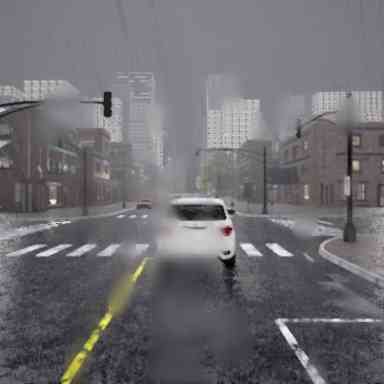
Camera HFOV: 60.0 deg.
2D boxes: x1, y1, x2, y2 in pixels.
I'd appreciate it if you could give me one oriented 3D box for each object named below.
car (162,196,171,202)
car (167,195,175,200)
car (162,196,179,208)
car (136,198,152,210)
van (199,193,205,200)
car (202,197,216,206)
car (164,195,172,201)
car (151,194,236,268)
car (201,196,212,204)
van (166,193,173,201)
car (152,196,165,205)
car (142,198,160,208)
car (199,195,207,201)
[{"bbox_3d":[-5.710,1.485,74.425,1.802,1.307,4.206,0,0,0],"label":"car"},{"bbox_3d":[-5.715,1.453,91.001,2.008,1.369,4.403,0,0,0],"label":"car"},{"bbox_3d":[-3.098,1.413,49.003,2.128,1.511,4.902,0,0,0],"label":"car"},{"bbox_3d":[-5.788,1.474,41.277,1.887,1.381,4.507,0,0,0],"label":"car"},{"bbox_3d":[2.666,1.243,91.004,1.690,1.788,3.998,0,0,0],"label":"van"},{"bbox_3d":[2.676,1.484,52.327,1.947,1.339,4.313,0,0,0],"label":"car"},{"bbox_3d":[-5.712,1.427,79.780,1.752,1.417,4.829,0,0,0],"label":"car"},{"bbox_3d":[0.301,1.197,11.334,2.150,2.045,5.566,0,0,4],"label":"car"},{"bbox_3d":[2.674,1.475,63.378,1.947,1.339,4.313,0,0,0],"label":"car"},{"bbox_3d":[-5.713,1.242,85.475,1.690,1.788,3.998,0,0,0],"label":"van"},{"bbox_3d":[-5.705,1.439,57.679,1.752,1.417,4.829,0,0,0],"label":"car"},{"bbox_3d":[-5.702,1.489,46.798,1.947,1.339,4.313,0,0,0],"label":"car"},{"bbox_3d":[2.669,1.484,79.952,1.802,1.307,4.206,0,0,0],"label":"car"}]
